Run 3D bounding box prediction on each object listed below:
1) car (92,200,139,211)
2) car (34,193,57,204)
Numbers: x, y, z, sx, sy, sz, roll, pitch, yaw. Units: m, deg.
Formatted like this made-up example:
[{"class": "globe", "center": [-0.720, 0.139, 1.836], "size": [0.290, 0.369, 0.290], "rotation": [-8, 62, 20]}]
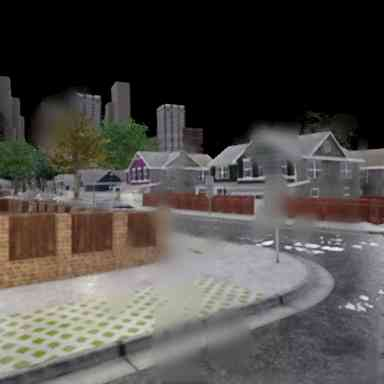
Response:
[{"class": "car", "center": [-6.010, 1.321, 25.553], "size": [2.033, 1.411, 5.357], "rotation": [-2, 2, -39]}, {"class": "car", "center": [-19.282, 0.907, 43.697], "size": [2.097, 1.767, 4.553], "rotation": [-2, 2, -34]}]
